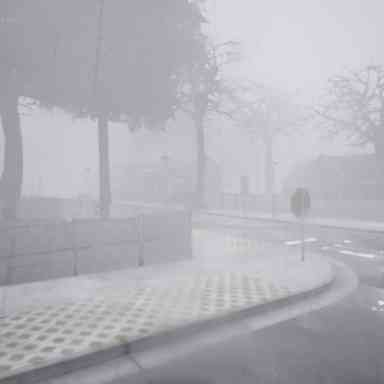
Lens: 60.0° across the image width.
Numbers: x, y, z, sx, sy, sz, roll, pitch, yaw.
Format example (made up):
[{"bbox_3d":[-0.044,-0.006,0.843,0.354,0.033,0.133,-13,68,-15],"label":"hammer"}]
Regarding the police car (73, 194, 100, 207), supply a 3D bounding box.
[{"bbox_3d":[-12.464,0.998,39.163,2.038,1.542,4.974,-1,1,-35],"label":"police car"}]
